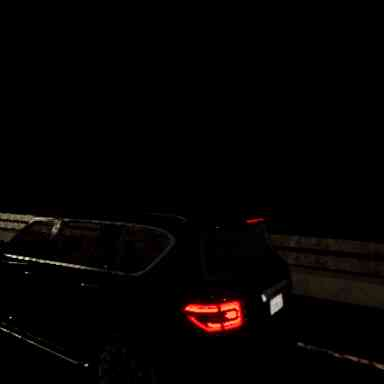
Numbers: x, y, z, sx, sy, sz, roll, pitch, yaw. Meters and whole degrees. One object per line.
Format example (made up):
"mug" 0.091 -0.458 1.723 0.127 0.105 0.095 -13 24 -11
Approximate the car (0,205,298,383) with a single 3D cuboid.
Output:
"car" -1.327 1.220 4.939 5.566 2.045 2.150 0 0 35
